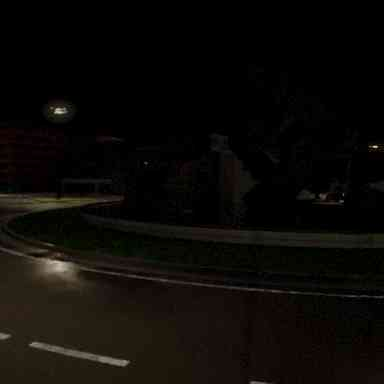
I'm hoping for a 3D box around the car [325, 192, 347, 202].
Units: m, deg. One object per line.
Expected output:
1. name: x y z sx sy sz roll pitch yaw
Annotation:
1. car: 22.782 0.759 52.275 4.902 1.511 2.128 0 2 -41
